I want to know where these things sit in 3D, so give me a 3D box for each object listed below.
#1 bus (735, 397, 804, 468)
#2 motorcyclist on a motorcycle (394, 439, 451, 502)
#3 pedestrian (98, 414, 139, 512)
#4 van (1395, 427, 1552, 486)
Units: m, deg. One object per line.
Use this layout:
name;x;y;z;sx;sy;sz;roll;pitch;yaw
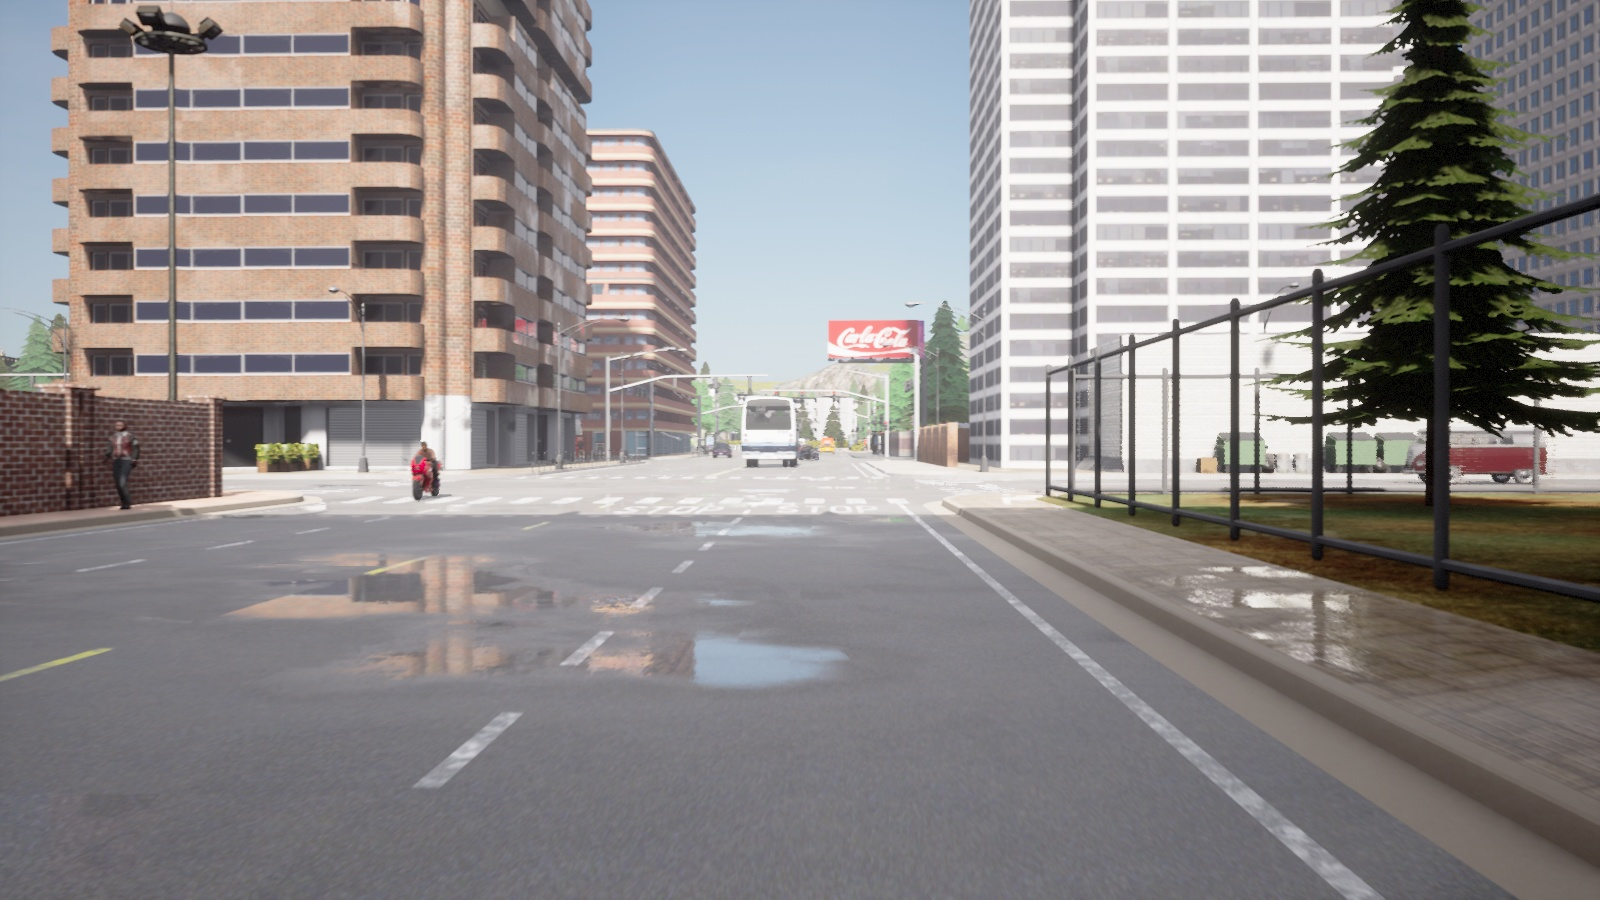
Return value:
bus;-1.799;-1.082;79.780;3.944;4.253;10.273;0;0;1
motorcyclist on a motorcycle;-9.799;0.510;32.681;0.797;1.523;2.044;0;2;1
pedestrian;-13.540;0.251;24.959;0.402;1.930;0.666;0;0;4
van;23.192;0.223;43.334;4.442;1.987;1.775;0;0;1
